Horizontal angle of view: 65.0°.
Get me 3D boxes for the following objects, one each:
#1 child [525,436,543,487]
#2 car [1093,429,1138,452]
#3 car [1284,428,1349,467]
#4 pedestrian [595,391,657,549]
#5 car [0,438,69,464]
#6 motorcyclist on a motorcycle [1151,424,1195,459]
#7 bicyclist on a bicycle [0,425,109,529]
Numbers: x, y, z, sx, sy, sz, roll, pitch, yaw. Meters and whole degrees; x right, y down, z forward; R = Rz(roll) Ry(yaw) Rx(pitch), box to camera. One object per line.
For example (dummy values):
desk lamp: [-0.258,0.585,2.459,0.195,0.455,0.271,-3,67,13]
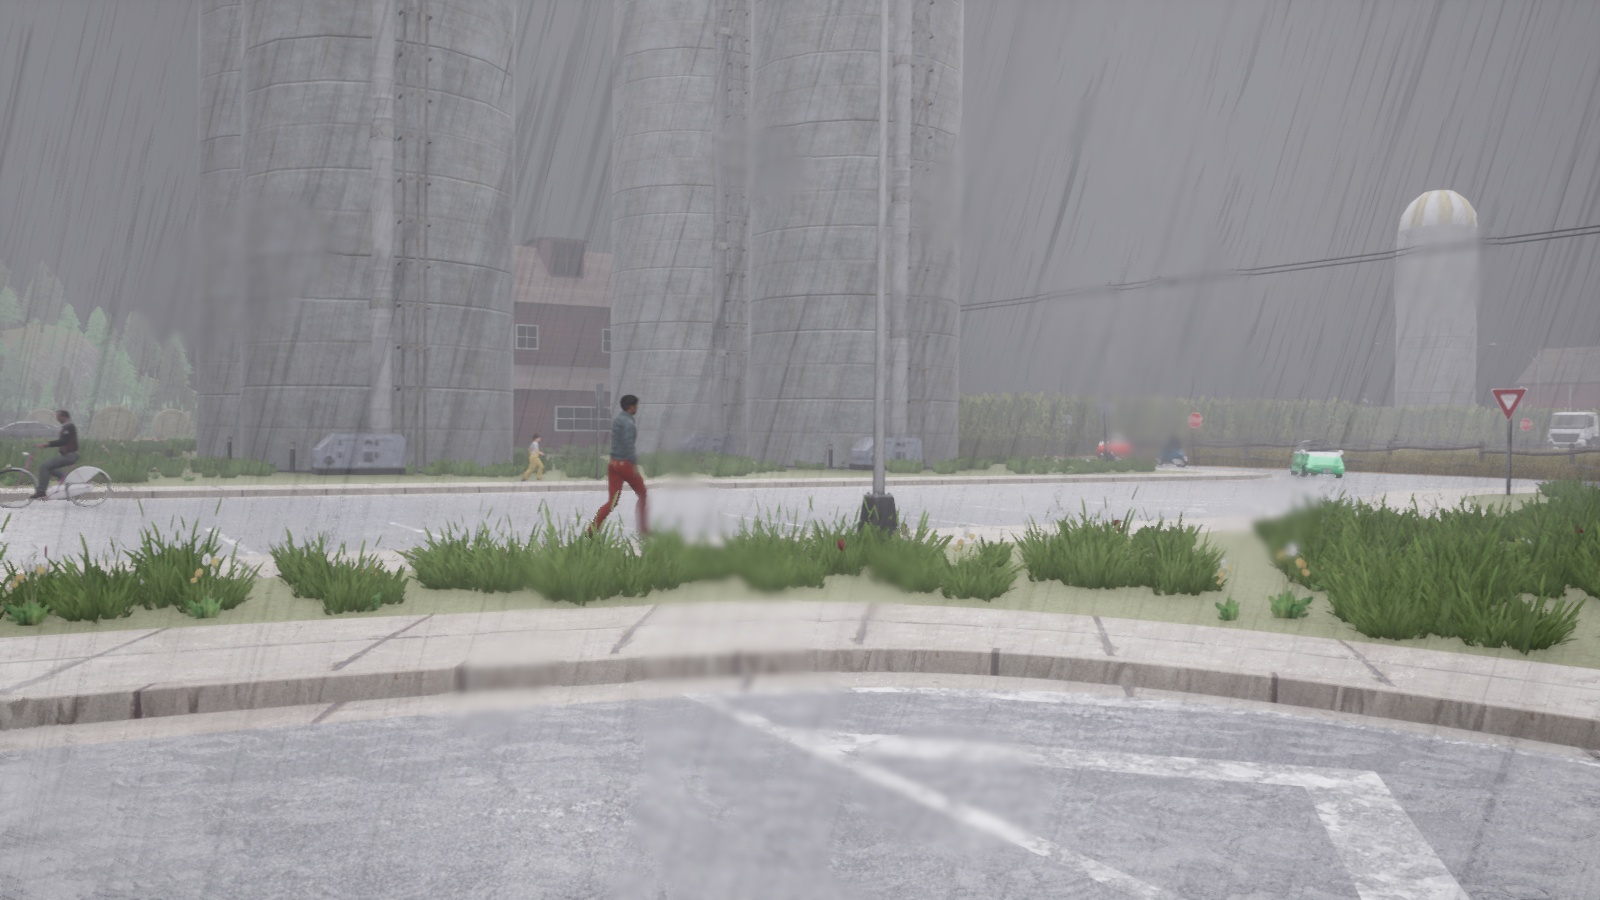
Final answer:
child: [-6.716,0.287,31.696,0.437,1.263,0.270,-1,1,-11]
car: [18.768,-0.577,74.677,2.207,1.376,1.481,-1,1,-30]
car: [18.549,-0.091,45.188,1.481,1.376,2.207,0,1,1]
pedestrian: [-2.073,0.231,14.963,0.614,1.847,0.353,-1,1,-32]
car: [-46.761,0.053,75.393,4.892,1.490,1.837,-1,1,-31]
motorcyclist on a motorcycle: [17.173,-0.384,57.836,0.866,1.590,1.817,-1,1,-30]
bicyclist on a bicycle: [-13.253,0.451,22.132,1.843,1.776,0.659,-1,1,-31]
